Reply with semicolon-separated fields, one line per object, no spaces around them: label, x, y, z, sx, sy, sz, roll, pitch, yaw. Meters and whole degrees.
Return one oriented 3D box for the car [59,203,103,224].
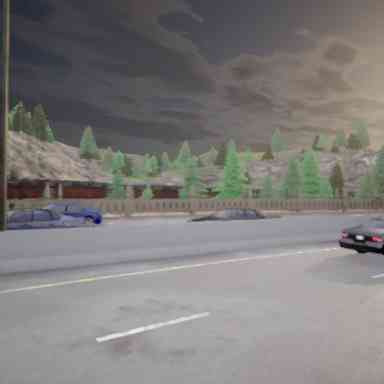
car;-7.817;1.411;19.518;5.008;1.535;1.882;0;0;-32

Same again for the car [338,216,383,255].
car;7.837;1.580;12.190;5.357;1.411;2.033;0;0;-26

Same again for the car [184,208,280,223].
car;2.215;1.548;17.372;5.357;1.411;2.033;0;0;-28

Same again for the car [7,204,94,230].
car;-7.701;1.482;15.517;5.357;1.411;2.033;0;0;-33
